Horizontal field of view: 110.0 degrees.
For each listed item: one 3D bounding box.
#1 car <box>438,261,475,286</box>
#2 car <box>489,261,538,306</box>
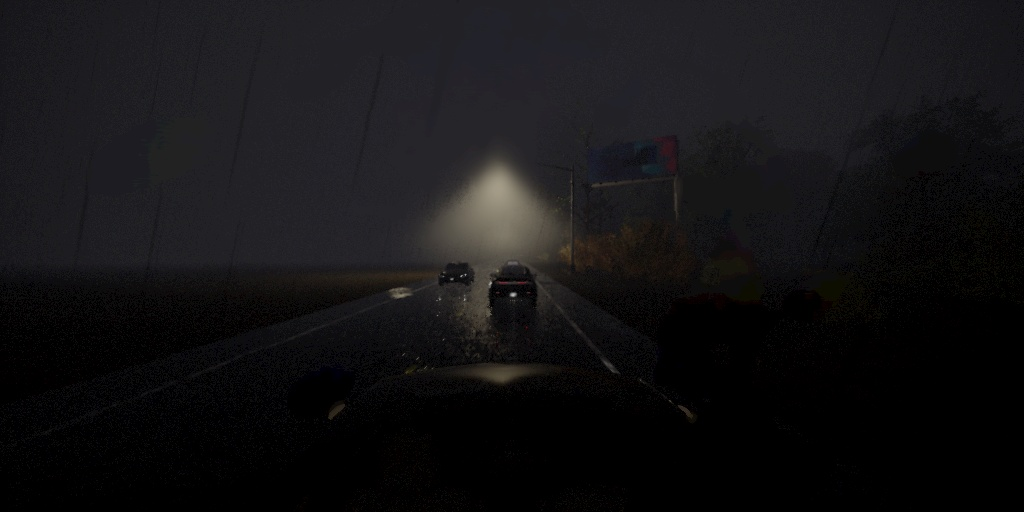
[{"bbox_3d":[-3.535,1.123,23.558,1.837,1.490,4.892,0,0,0],"label":"car"},{"bbox_3d":[0.054,1.160,15.224,2.128,1.511,4.902,0,0,0],"label":"car"}]
